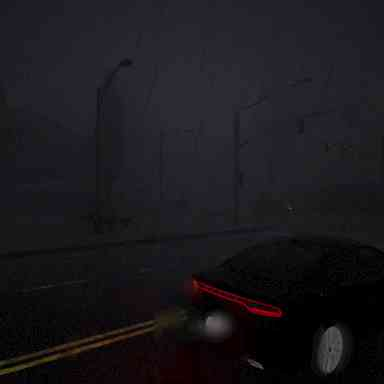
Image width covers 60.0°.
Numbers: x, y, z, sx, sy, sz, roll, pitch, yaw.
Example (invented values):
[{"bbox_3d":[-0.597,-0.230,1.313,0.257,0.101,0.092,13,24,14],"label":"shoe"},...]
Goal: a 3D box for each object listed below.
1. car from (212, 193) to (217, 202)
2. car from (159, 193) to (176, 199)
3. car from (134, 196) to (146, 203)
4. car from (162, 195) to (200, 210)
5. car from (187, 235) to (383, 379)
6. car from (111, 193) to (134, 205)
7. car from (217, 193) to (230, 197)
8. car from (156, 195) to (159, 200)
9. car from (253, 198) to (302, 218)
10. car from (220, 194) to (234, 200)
[{"bbox_3d":[6.022,1.156,71.086,3.866,1.878,1.905,0,0,-37],"label":"car"},{"bbox_3d":[-5.687,1.156,86.834,3.866,1.878,1.905,0,0,-37],"label":"car"},{"bbox_3d":[-11.706,1.540,70.537,2.033,1.411,5.357,0,0,-35],"label":"car"},{"bbox_3d":[-1.621,1.492,43.809,2.128,1.511,4.902,0,0,-35],"label":"car"},{"bbox_3d":[2.241,1.478,5.607,5.008,1.535,1.882,0,0,-37],"label":"car"},{"bbox_3d":[-13.092,1.226,60.296,2.150,2.045,5.566,0,0,-35],"label":"car"},{"bbox_3d":[7.736,1.395,68.753,3.806,1.475,1.970,0,0,-37],"label":"car"},{"bbox_3d":[-7.366,1.153,89.192,4.605,1.855,1.932,0,0,-37],"label":"car"},{"bbox_3d":[7.817,1.352,30.549,2.097,1.767,4.553,0,0,-37],"label":"car"},{"bbox_3d":[9.960,1.395,95.055,3.806,1.475,1.970,0,0,-37],"label":"car"}]
